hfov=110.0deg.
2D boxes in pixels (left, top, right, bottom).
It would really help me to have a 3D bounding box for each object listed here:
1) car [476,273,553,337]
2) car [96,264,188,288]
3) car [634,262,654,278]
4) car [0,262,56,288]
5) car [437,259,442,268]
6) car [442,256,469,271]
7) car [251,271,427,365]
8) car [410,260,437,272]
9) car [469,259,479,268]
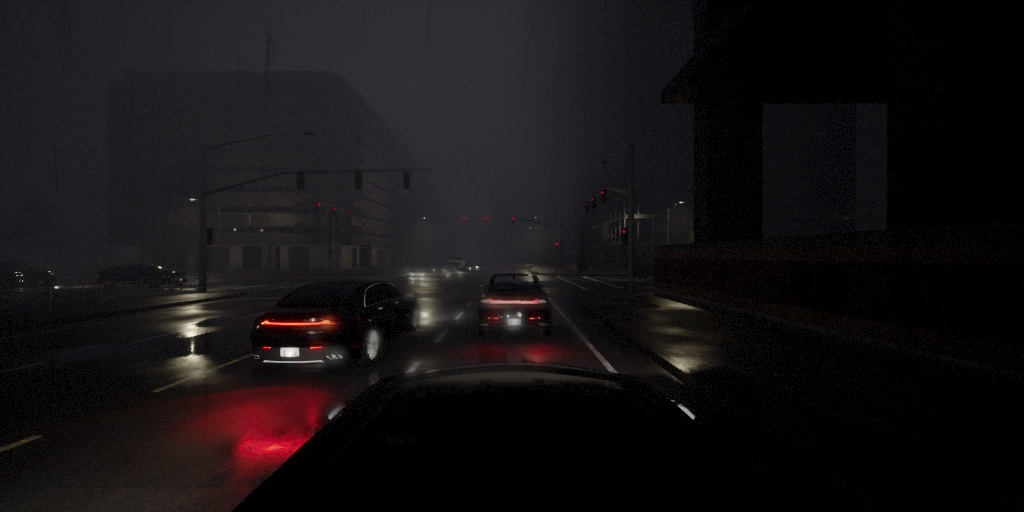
[{"bbox_3d":[0.060,1.242,10.337,2.128,1.511,4.902,0,0,0],"label":"car"},{"bbox_3d":[-24.325,1.297,23.697,4.902,1.511,2.128,0,0,0],"label":"car"},{"bbox_3d":[13.951,1.297,34.326,4.902,1.511,2.128,0,0,0],"label":"car"},{"bbox_3d":[-33.392,1.157,23.716,4.553,1.767,2.097,0,0,0],"label":"car"},{"bbox_3d":[-10.951,1.228,56.237,1.882,1.535,5.008,0,0,1],"label":"car"},{"bbox_3d":[-7.481,0.971,48.134,2.150,2.045,5.566,0,0,0],"label":"car"},{"bbox_3d":[-3.451,1.255,8.018,1.837,1.490,4.892,0,0,0],"label":"car"},{"bbox_3d":[-10.942,1.241,43.398,2.128,1.511,4.902,0,0,0],"label":"car"},{"bbox_3d":[-7.388,1.298,60.848,2.033,1.411,5.357,0,0,1],"label":"car"}]
